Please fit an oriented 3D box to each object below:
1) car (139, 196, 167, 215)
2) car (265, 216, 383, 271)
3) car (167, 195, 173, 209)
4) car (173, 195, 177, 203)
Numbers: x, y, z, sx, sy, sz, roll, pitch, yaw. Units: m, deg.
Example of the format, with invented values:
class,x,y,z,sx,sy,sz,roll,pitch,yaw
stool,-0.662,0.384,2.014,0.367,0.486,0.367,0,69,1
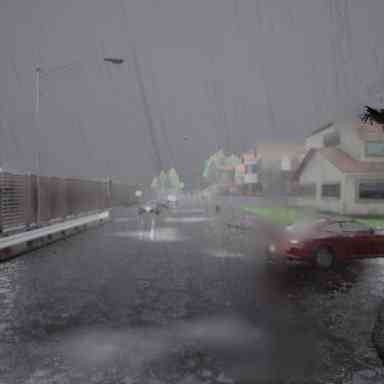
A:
class,x,y,z,sx,sy,sz,roll,pitch,yaw
car,-3.994,1.392,32.720,2.128,1.511,4.902,0,0,0
car,4.554,1.494,10.534,4.674,1.442,1.812,0,-1,-21
car,-3.953,1.369,43.545,1.837,1.490,4.892,0,1,1
car,-3.824,1.336,62.462,1.812,1.442,4.674,0,0,0
